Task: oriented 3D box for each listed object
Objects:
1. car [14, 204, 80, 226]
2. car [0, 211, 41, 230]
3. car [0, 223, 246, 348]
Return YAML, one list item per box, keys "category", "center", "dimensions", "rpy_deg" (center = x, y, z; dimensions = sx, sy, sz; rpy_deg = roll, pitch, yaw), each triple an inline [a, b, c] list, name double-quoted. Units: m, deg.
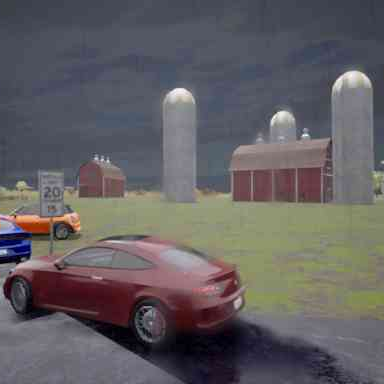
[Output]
- category: "car"
  center: [-7.944, 1.371, 16.458]
  dimensions: [4.553, 1.767, 2.097]
  rpy_deg: [0, 0, -10]
- category: "car"
  center: [-6.937, 1.480, 10.722]
  dimensions: [5.008, 1.535, 1.882]
  rpy_deg: [0, 0, 43]
- category: "car"
  center: [-1.349, 1.528, 6.144]
  dimensions: [4.674, 1.442, 1.812]
  rpy_deg: [0, 0, 27]
